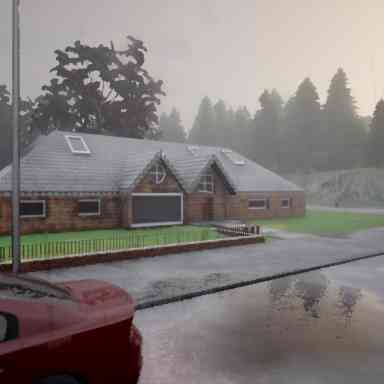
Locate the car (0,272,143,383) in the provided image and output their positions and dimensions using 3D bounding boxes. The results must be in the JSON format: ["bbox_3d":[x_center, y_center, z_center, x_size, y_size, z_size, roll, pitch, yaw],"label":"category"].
[{"bbox_3d":[-2.839,1.478,2.582,5.008,1.535,1.882,0,0,-35],"label":"car"}]
